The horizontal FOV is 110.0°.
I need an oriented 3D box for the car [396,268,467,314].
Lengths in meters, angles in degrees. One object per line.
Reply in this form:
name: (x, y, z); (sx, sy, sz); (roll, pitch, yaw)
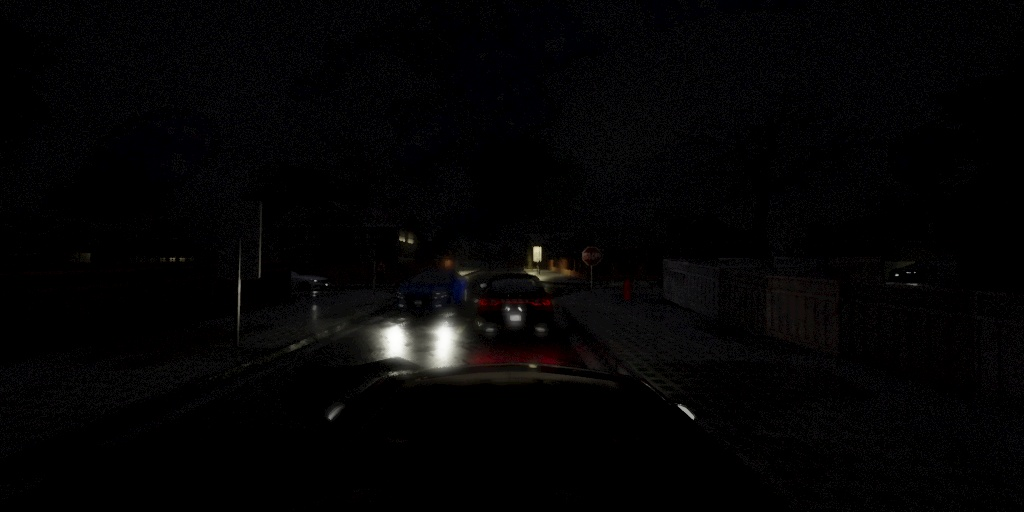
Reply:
car: (-2.978, 1.250, 14.122); (1.882, 1.535, 5.008); (-1, 0, 2)

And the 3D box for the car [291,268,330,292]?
car: (-13.063, 1.420, 20.784); (4.674, 1.442, 1.812); (-1, -2, 1)

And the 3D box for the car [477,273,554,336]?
car: (0.079, 1.242, 10.497); (1.882, 1.535, 5.008); (0, 0, 0)

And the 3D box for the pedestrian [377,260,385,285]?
pedestrian: (-9.718, 1.201, 26.635); (0.375, 1.860, 0.375); (0, -1, 1)

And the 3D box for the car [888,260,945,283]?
car: (27.465, 0.989, 23.301); (4.892, 1.490, 1.837); (0, -2, 1)

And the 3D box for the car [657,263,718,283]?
car: (12.138, 1.149, 23.476); (5.008, 1.535, 1.882); (-1, -2, 1)
